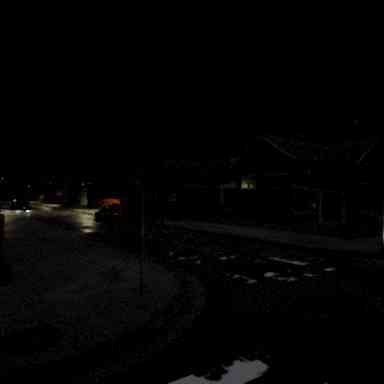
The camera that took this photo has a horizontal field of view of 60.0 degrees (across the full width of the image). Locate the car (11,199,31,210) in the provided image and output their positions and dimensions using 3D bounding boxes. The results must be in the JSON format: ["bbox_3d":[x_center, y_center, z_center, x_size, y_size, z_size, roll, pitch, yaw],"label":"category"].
[{"bbox_3d":[-22.683,1.598,44.051,2.033,1.411,5.357,1,0,-35],"label":"car"}]

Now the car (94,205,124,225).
[{"bbox_3d":[-5.838,1.669,24.933,1.994,1.385,4.181,1,-1,-35],"label":"car"}]
